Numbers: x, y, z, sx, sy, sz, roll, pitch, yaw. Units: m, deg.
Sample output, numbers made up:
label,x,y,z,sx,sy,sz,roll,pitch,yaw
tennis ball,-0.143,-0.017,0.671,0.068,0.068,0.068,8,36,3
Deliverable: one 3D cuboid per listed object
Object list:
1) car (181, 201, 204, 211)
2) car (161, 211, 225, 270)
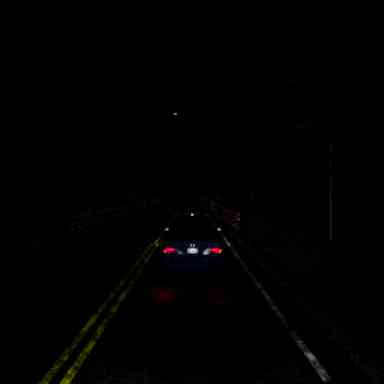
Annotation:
label,x,y,z,sx,sy,sz,roll,pitch,yaw
car,0.035,1.594,30.012,1.837,1.490,4.892,0,0,0
car,0.032,1.580,11.148,2.033,1.411,5.357,0,0,0
